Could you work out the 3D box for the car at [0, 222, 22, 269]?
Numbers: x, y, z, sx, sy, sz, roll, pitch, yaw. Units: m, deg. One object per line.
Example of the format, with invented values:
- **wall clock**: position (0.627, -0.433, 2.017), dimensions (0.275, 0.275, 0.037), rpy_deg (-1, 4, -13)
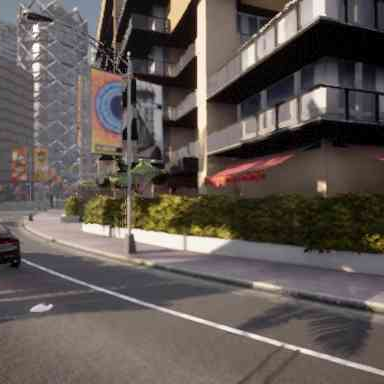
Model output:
- **car**: position (-7.195, 1.694, 11.006), dimensions (1.837, 1.490, 4.892), rpy_deg (0, -1, -43)
